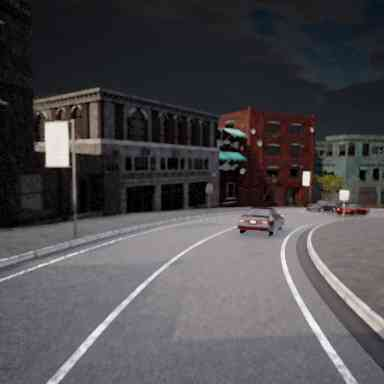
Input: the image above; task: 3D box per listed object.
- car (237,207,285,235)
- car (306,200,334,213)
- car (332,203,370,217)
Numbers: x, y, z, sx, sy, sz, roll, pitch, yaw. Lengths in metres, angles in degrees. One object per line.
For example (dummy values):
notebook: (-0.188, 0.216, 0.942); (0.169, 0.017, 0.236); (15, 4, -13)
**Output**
car: (4.099, 1.592, 19.246); (2.033, 1.411, 5.357); (2, 0, 23)
car: (15.926, 1.762, 40.718); (4.892, 1.490, 1.837); (2, 2, -38)
car: (18.556, 2.110, 38.237); (4.718, 1.301, 1.895); (2, 2, -39)
